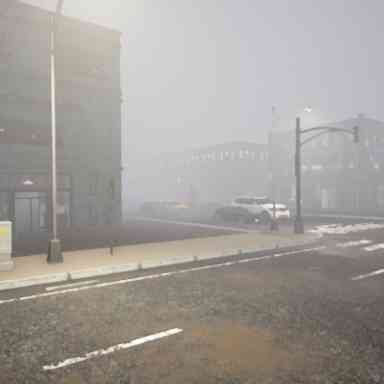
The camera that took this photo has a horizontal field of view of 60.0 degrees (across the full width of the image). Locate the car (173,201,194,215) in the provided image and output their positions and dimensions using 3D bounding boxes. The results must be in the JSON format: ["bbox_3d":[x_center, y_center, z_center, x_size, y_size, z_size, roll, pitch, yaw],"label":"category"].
[{"bbox_3d":[-2.264,1.816,39.479,1.882,1.535,5.008,-1,0,-35],"label":"car"}]

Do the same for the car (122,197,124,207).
[{"bbox_3d":[-13.597,1.888,65.397,2.192,1.841,5.009,-2,0,-35],"label":"car"}]

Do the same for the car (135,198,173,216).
[{"bbox_3d":[-4.393,1.810,37.981,1.967,1.590,4.097,-2,0,-35],"label":"car"}]

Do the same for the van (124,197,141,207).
[{"bbox_3d":[-10.390,1.855,60.885,1.690,1.788,3.998,-2,0,-35],"label":"van"}]

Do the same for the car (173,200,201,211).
[{"bbox_3d":[-0.765,1.914,47.349,1.802,1.307,4.206,-2,0,-35],"label":"car"}]

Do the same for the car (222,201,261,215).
[{"bbox_3d":[5.645,1.757,38.325,2.008,1.369,4.403,-2,0,-35],"label":"car"}]

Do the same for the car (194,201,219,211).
[{"bbox_3d":[2.440,1.852,42.838,1.802,1.307,4.206,-2,0,-35],"label":"car"}]

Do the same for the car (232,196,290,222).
[{"bbox_3d":[5.609,1.405,28.387,2.150,2.045,5.566,-1,0,-35],"label":"car"}]

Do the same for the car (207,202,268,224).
[{"bbox_3d":[3.548,1.779,26.600,1.947,1.339,4.313,-2,0,-35],"label":"car"}]
